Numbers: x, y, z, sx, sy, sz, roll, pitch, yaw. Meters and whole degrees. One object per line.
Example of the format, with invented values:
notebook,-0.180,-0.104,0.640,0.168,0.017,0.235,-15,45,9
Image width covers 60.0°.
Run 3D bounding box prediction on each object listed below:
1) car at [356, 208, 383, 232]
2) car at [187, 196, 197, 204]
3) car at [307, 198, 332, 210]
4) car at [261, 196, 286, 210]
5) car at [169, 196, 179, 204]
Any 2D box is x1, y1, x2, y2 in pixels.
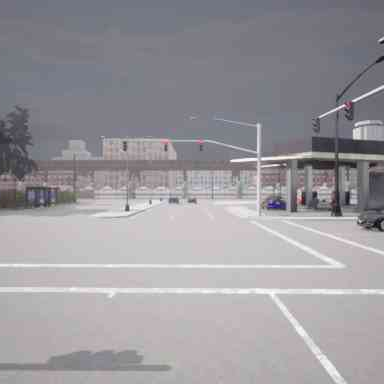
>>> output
car,12.294,1.505,19.583,4.892,1.490,1.837,0,0,-1
car,0.010,1.547,64.423,2.033,1.411,5.357,0,0,0
car,15.461,1.455,40.508,1.970,1.475,3.806,0,0,0
car,9.716,1.295,39.746,2.242,1.667,4.611,0,0,0
car,-3.490,1.477,64.424,1.882,1.535,5.008,0,0,0
